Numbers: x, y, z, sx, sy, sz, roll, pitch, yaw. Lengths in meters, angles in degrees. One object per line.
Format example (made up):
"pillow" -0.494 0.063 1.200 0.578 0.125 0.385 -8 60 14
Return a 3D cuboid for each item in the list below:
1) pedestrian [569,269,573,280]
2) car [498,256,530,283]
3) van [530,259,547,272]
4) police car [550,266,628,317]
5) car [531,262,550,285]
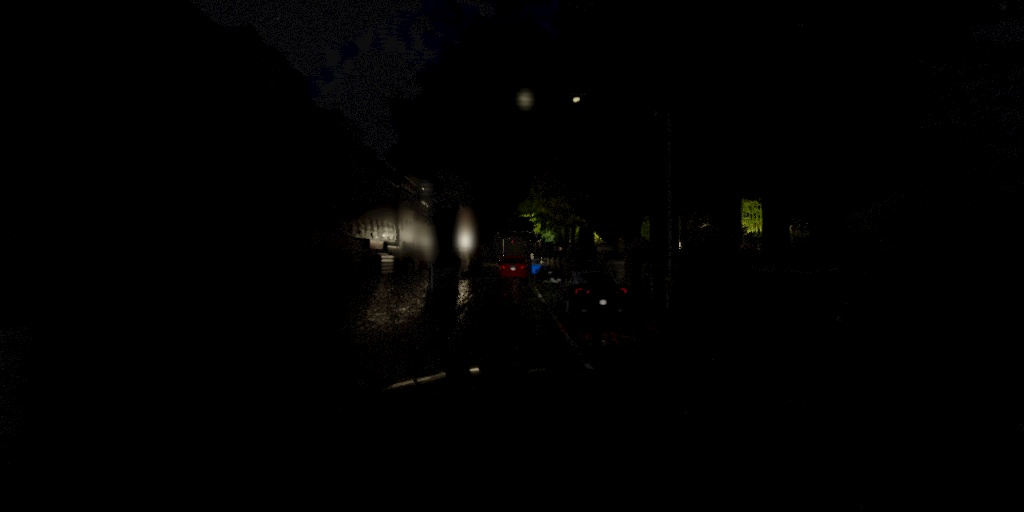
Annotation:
"pedestrian" 2.781 1.131 16.519 0.500 1.100 0.500 1 -1 0
"car" 0.083 1.011 28.446 2.150 2.045 5.566 0 0 0
"van" 2.741 1.174 37.511 1.690 1.789 3.998 0 0 0
"police car" 2.781 1.199 13.498 1.930 1.638 5.238 0 0 0
"car" 2.708 1.353 26.612 2.007 1.370 4.403 0 0 0
